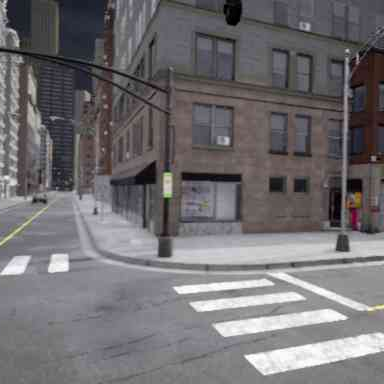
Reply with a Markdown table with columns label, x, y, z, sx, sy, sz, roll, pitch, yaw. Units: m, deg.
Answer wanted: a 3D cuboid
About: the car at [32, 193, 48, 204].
| label | x | y | z | sx | sy | sz | roll | pitch | yaw |
| --- | --- | --- | --- | --- | --- | --- | --- | --- | --- |
| car | -22.117 | 0.896 | 48.457 | 1.882 | 1.535 | 5.008 | 1 | 0 | -20 |
